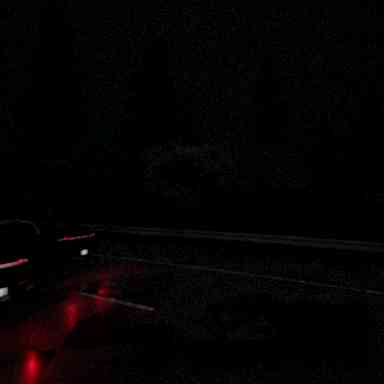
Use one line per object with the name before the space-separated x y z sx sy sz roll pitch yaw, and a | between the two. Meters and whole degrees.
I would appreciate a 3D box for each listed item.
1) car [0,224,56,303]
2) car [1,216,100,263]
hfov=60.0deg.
car | -5.415 1.532 6.910 4.902 1.511 2.128 0 0 30
car | -5.229 1.537 10.792 4.902 1.511 2.128 0 0 29
